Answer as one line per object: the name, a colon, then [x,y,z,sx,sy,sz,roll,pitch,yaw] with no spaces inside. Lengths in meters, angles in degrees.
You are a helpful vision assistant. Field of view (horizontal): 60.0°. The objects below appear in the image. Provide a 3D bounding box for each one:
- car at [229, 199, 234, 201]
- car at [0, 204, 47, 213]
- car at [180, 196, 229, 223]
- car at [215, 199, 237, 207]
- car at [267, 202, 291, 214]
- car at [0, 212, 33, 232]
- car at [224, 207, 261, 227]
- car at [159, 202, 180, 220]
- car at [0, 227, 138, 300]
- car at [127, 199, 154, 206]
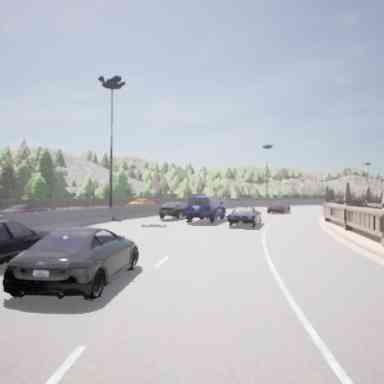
car: [4.554,1.906,56.826,2.128,1.511,4.902,0,-1,35]
car: [-13.647,1.652,26.795,1.994,1.385,4.181,0,0,16]
car: [1.171,1.362,26.974,2.150,2.045,5.566,0,0,18]
car: [6.721,2.073,65.334,1.837,1.490,4.892,0,-1,40]
car: [10.489,1.829,39.980,1.994,1.385,4.181,0,0,29]
car: [-6.183,1.560,10.189,2.033,1.411,5.357,0,0,7]
car: [3.893,1.731,24.071,1.895,1.301,4.718,0,0,17]
car: [-1.367,1.661,30.201,1.837,1.490,4.892,0,-1,19]
car: [-2.774,1.585,8.552,1.994,1.385,4.181,0,0,6]
car: [-7.758,1.790,50.315,1.882,1.535,5.008,0,-1,29]
